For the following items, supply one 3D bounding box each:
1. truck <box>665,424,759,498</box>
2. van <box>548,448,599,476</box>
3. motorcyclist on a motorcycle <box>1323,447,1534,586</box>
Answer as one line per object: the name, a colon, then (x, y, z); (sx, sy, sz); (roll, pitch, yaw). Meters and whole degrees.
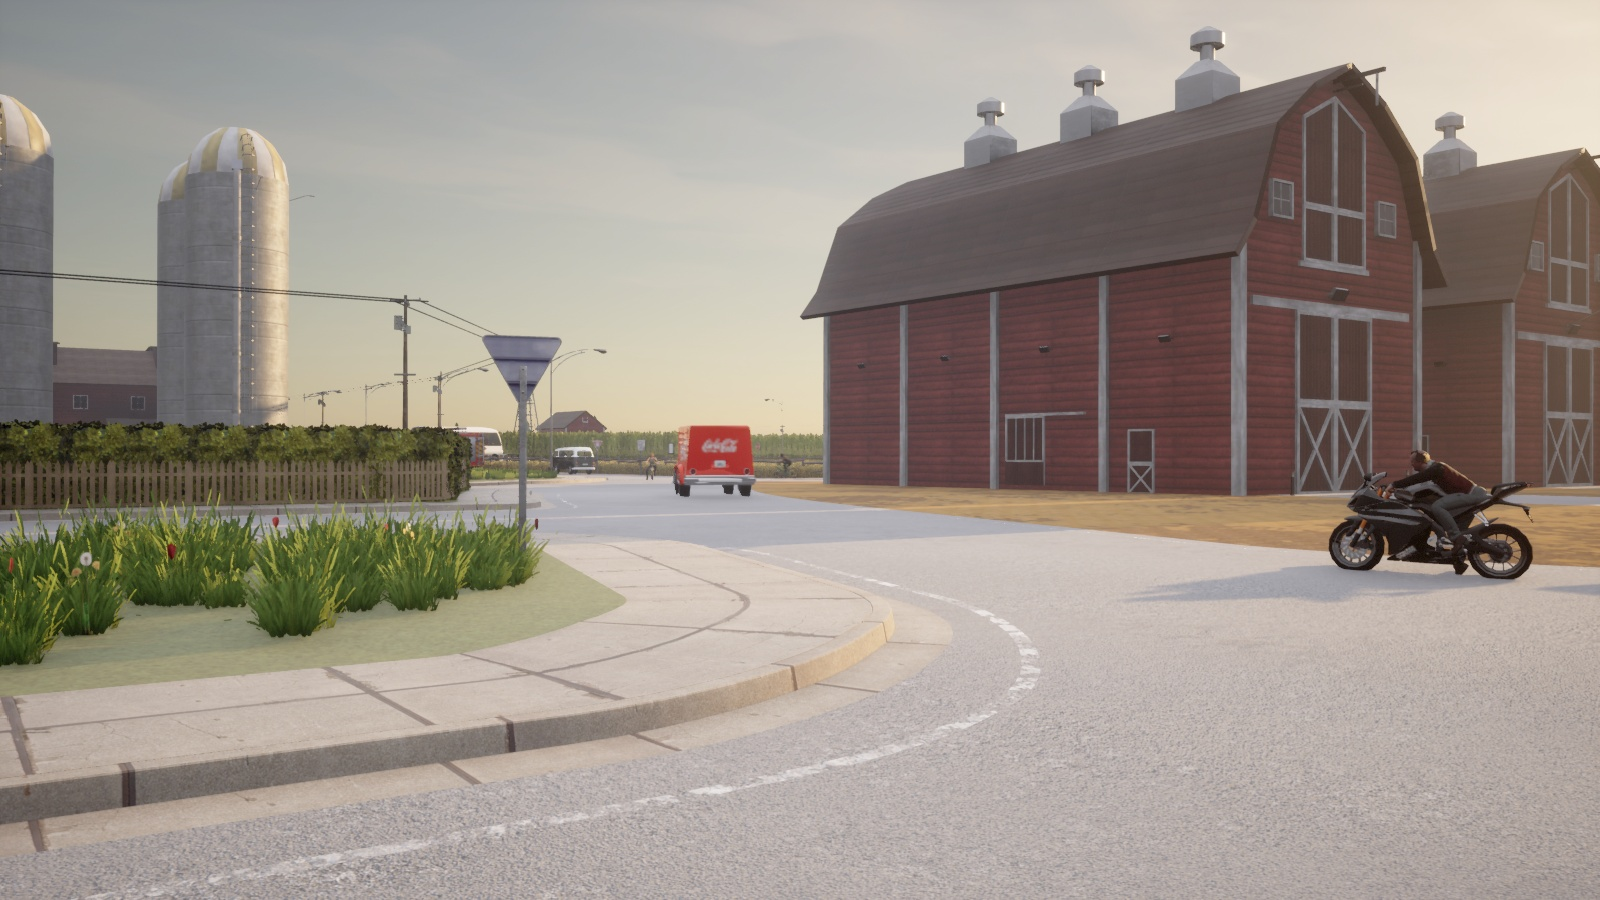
truck: (-3.230, 0.389, 44.798); (2.627, 2.467, 5.204); (0, 0, -12)
van: (-17.053, 0.875, 94.223); (2.069, 2.038, 4.480); (0, 0, -35)
motorcyclist on a motorcycle: (7.524, 0.747, 15.086); (2.191, 1.530, 0.866); (1, 0, 29)
